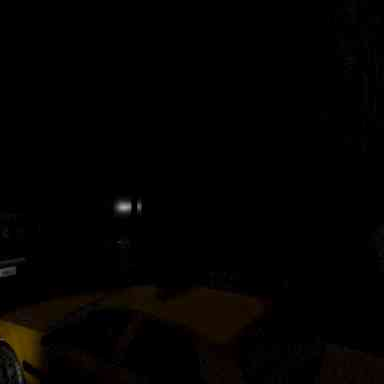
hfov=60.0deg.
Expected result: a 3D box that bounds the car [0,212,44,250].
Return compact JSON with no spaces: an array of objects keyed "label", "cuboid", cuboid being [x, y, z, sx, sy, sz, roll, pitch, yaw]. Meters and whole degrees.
[{"label":"car","cuboid":[-4.758,1.299,6.496,5.009,1.841,2.192,0,1,36]}]

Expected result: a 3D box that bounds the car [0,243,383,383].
[{"label":"car","cuboid":[-0.360,1.521,3.337,4.829,1.417,1.752,0,1,36]}]
